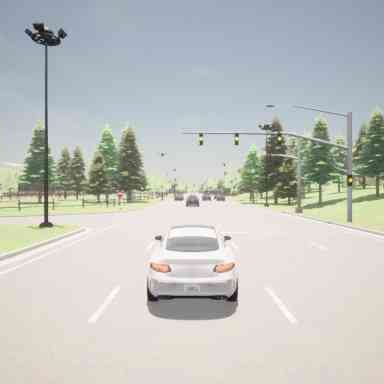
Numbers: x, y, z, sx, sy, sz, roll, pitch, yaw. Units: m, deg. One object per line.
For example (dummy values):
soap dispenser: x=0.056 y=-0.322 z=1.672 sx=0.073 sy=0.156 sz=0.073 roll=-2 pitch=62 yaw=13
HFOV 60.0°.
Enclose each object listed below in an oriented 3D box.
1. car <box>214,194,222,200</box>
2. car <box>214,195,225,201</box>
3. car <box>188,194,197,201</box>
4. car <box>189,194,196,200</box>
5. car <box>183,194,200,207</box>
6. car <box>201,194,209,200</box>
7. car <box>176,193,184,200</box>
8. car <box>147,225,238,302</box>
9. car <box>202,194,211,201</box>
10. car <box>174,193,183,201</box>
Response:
car: x=7.173 y=1.385 z=93.088 sx=1.994 sy=1.385 sz=4.181 roll=0 pitch=0 yaw=0
car: x=7.154 y=1.517 z=82.668 sx=2.128 sy=1.511 sz=4.902 roll=0 pitch=0 yaw=0
car: x=0.154 y=1.348 z=83.067 sx=2.097 sy=1.767 sz=4.553 roll=0 pitch=0 yaw=0
car: x=0.173 y=1.332 z=93.101 sx=1.837 sy=1.490 sz=4.892 roll=0 pitch=0 yaw=0
car: x=0.097 y=1.352 z=52.038 sx=2.097 sy=1.767 sz=4.553 roll=0 pitch=0 yaw=0
car: x=3.673 y=1.372 z=93.094 sx=2.033 sy=1.411 sz=5.357 roll=0 pitch=0 yaw=0
car: x=-3.327 y=1.187 z=93.077 sx=2.097 sy=1.767 sz=4.553 roll=0 pitch=0 yaw=0
car: x=0.022 y=1.526 z=8.165 sx=1.812 sy=1.442 sz=4.674 roll=0 pitch=0 yaw=0
car: x=3.654 y=1.348 z=83.061 sx=2.097 sy=1.767 sz=4.553 roll=0 pitch=0 yaw=0
car: x=-3.346 y=1.544 z=83.071 sx=1.994 sy=1.385 sz=4.181 roll=0 pitch=0 yaw=0
